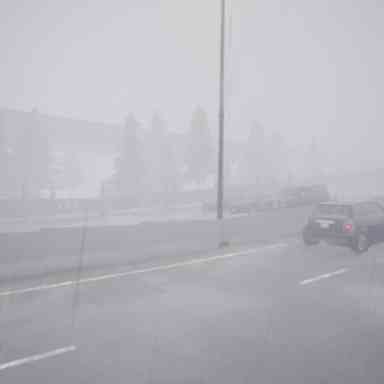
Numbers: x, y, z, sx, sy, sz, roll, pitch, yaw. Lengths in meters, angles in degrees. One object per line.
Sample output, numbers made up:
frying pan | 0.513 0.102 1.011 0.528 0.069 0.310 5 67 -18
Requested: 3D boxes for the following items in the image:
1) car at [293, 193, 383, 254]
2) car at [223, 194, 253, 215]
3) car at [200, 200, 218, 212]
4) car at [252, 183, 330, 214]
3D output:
car | 6.223 1.047 12.490 4.553 1.767 2.097 -3 2 -35
car | 4.933 0.809 24.708 5.008 1.535 1.882 -5 3 -35
car | 2.970 0.928 27.606 4.718 1.301 1.895 -5 3 -35
car | 6.863 0.563 21.786 5.566 2.045 2.150 -5 3 -35
